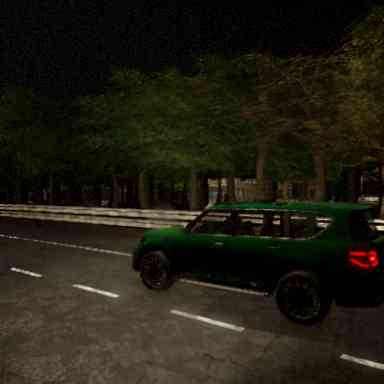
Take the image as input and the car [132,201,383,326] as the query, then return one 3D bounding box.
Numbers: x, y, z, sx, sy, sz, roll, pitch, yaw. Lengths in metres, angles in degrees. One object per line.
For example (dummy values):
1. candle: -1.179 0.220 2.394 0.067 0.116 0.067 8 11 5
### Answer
1. car: 1.188 1.223 7.322 5.566 2.045 2.150 0 0 35
